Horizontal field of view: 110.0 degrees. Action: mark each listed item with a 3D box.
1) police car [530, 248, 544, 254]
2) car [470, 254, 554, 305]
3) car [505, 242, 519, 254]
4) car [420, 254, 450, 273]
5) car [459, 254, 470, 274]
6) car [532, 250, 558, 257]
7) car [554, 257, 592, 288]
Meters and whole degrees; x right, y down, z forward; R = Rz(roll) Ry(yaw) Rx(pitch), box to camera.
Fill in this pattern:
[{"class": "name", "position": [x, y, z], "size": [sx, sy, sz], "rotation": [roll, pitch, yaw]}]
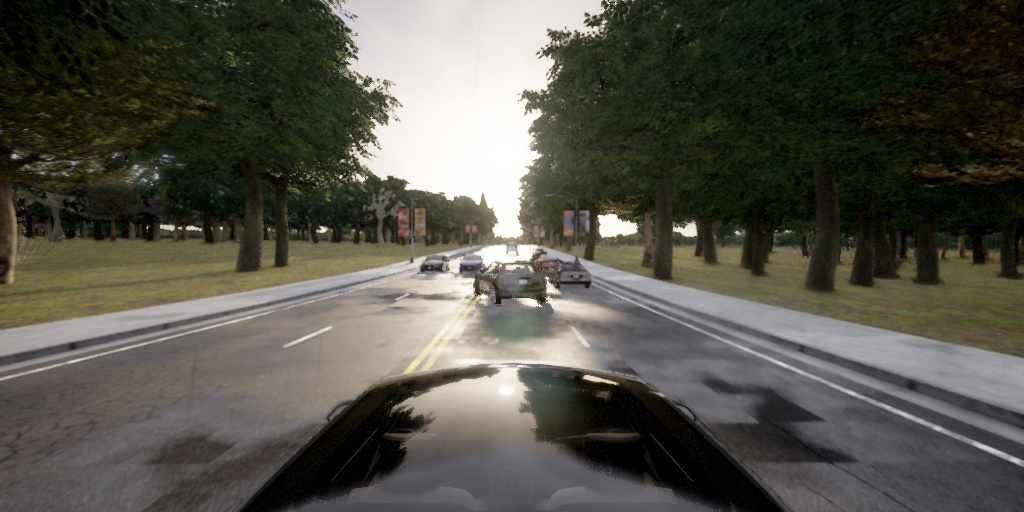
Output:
[{"class": "police car", "position": [3.245, -0.091, 42.740], "size": [1.930, 1.638, 5.238], "rotation": [0, 3, 0]}, {"class": "car", "position": [-0.215, 0.940, 15.333], "size": [2.097, 1.767, 4.553], "rotation": [0, 1, -18]}, {"class": "car", "position": [0.016, -1.443, 63.883], "size": [2.150, 2.045, 5.566], "rotation": [0, 3, 1]}, {"class": "car", "position": [-6.591, 0.593, 31.019], "size": [1.837, 1.490, 4.892], "rotation": [0, 3, 0]}, {"class": "car", "position": [-3.342, 0.581, 30.648], "size": [1.882, 1.535, 5.008], "rotation": [0, 2, 0]}, {"class": "car", "position": [3.246, 0.562, 31.680], "size": [2.163, 1.488, 4.792], "rotation": [0, 3, 0]}, {"class": "car", "position": [3.248, 1.009, 20.670], "size": [2.033, 1.411, 5.357], "rotation": [0, 2, 0]}]
